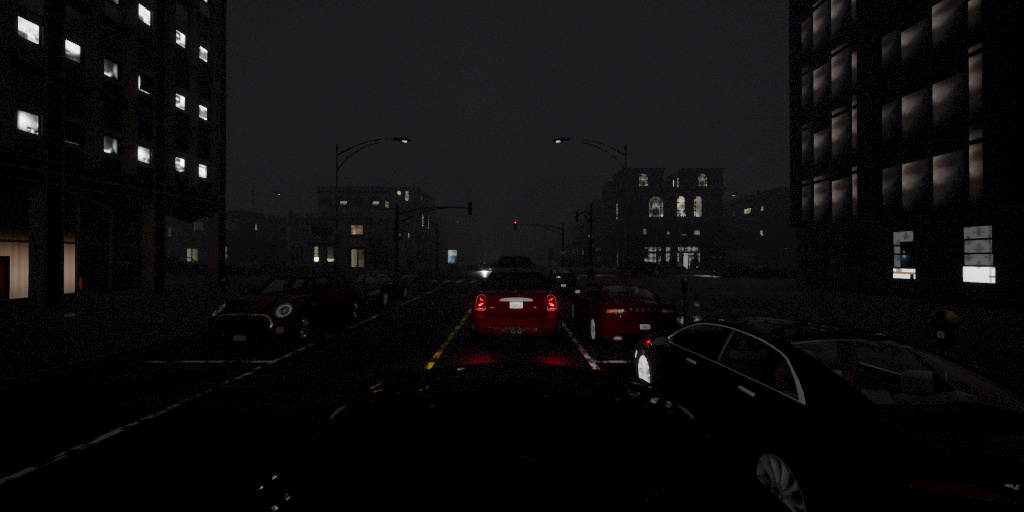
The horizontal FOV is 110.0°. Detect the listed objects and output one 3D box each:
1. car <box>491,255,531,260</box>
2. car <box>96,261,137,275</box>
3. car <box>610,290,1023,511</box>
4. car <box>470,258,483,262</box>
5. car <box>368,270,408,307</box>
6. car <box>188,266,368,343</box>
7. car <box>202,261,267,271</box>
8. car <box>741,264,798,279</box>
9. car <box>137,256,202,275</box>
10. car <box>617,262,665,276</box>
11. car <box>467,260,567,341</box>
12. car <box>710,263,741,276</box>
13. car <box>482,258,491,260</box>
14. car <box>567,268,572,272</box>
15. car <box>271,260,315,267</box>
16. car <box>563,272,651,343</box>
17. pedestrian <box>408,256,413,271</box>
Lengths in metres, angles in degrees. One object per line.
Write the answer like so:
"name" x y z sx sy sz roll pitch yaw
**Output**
"car" 0.109 0.973 20.169 2.150 2.045 5.566 0 0 -1
"car" -36.507 1.131 33.406 4.403 1.370 2.007 0 0 1
"car" 2.689 1.301 3.779 2.007 1.370 4.403 0 0 0
"car" -5.721 1.338 53.254 1.802 1.307 4.207 0 0 0
"car" -5.698 1.302 15.176 2.007 1.370 4.403 0 0 0
"car" -5.695 1.190 9.483 1.967 1.591 4.097 0 0 0
"car" -25.434 1.177 33.242 4.403 1.370 2.007 0 0 1
"car" 23.624 1.433 32.481 4.207 1.307 1.802 0 0 1
"car" -30.971 0.918 33.324 5.009 1.841 2.192 0 0 1
"car" 13.763 1.339 38.448 4.892 1.490 1.837 0 0 1
"car" 0.094 1.103 10.016 2.097 1.767 4.553 0 0 0
"car" 23.610 1.446 38.303 4.181 1.385 1.994 0 0 2
"car" -3.103 1.357 52.111 1.895 1.301 4.718 0 0 -1
"car" 2.679 1.302 20.855 2.007 1.370 4.403 0 0 0
"car" -25.478 1.198 41.624 4.829 1.417 1.751 0 0 1
"car" 2.686 1.296 9.471 1.888 1.381 4.507 0 0 0
"pedestrian" -12.577 0.885 44.383 0.375 1.860 0.375 0 -1 1
